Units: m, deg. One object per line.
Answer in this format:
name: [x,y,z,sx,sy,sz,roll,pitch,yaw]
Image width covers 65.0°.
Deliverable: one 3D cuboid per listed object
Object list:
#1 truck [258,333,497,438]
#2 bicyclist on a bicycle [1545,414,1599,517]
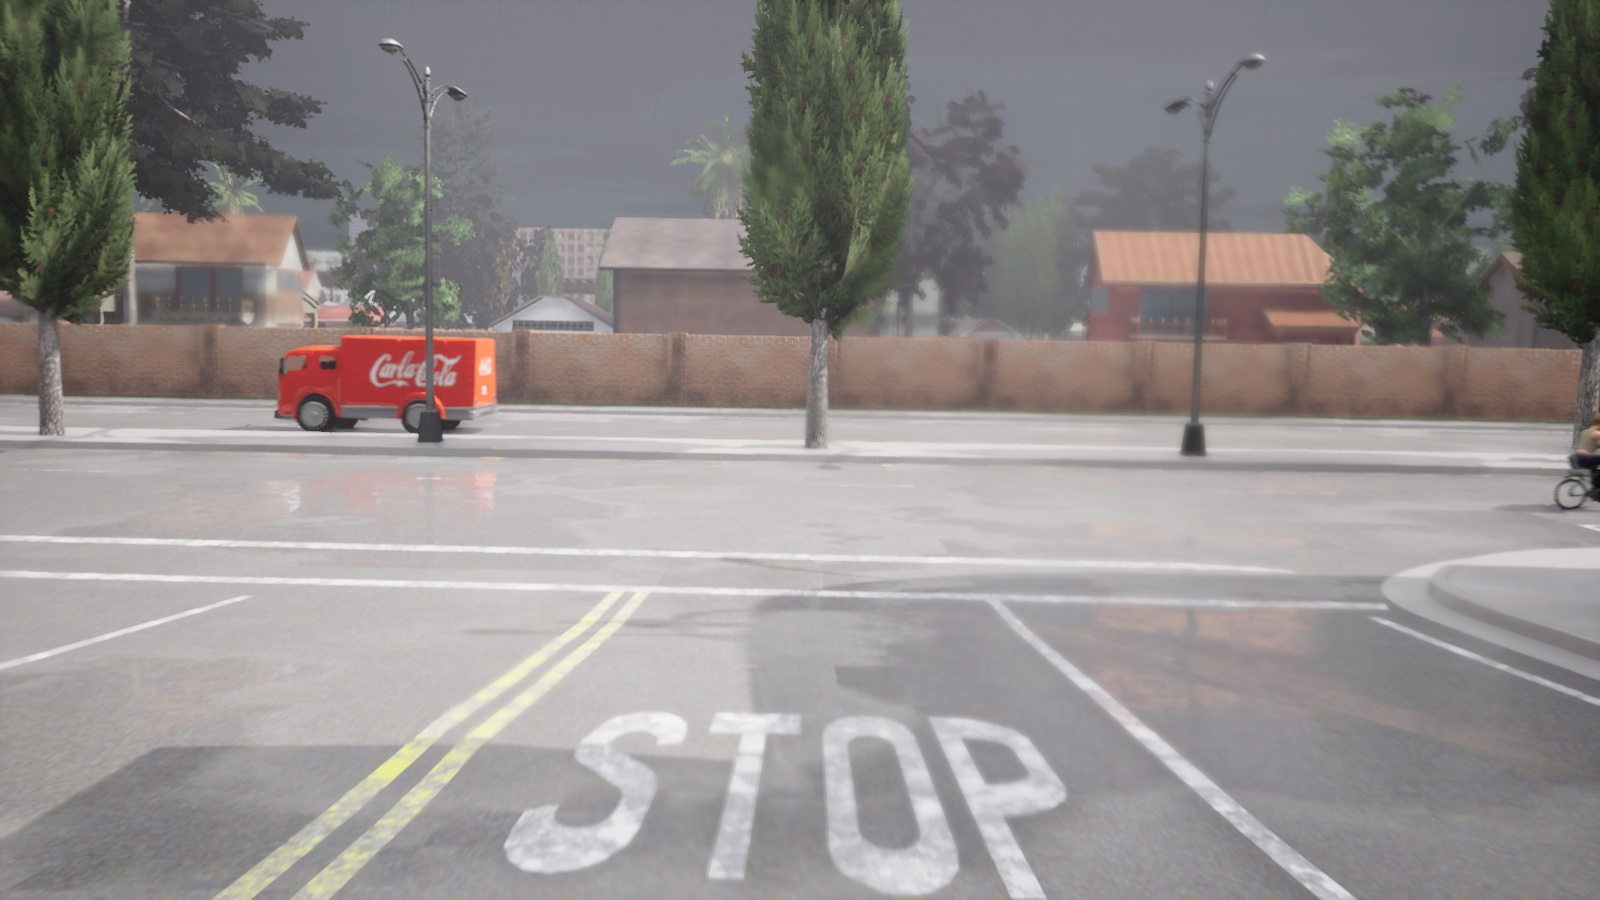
truck: [-10.686,-1.690,32.142,5.204,2.467,2.627,1,5,0]
bicyclist on a bicycle: [13.317,0.251,20.652,1.509,1.612,0.866,1,5,1]
